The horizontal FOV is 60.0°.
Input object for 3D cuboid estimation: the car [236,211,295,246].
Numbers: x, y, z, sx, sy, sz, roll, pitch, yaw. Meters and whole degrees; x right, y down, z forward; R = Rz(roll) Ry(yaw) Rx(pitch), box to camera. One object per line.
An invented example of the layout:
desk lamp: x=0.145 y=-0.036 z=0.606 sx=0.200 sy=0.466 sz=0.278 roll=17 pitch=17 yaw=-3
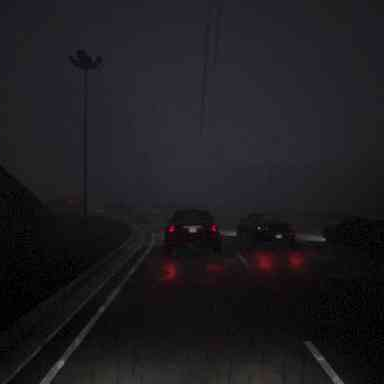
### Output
car: x=3.384 y=1.631 z=15.793 sx=1.812 sy=1.442 sz=4.674 roll=0 pitch=0 yaw=-4

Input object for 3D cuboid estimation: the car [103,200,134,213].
car: x=-9.323 y=1.769 z=41.874 sx=4.902 sy=1.511 sz=2.128 roll=0 pitch=-1 yaw=41

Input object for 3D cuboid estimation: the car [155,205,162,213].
car: x=-2.212 y=1.814 z=40.141 sx=2.033 sy=1.411 sz=5.357 roll=1 pitch=-1 yaw=-43

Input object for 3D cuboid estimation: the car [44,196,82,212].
car: x=-16.883 y=1.509 z=43.471 sx=5.566 sy=2.045 sz=2.150 roll=0 pitch=-2 yaw=29

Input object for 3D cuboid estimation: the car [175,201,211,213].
car: x=0.047 y=1.885 z=42.701 sx=1.895 sy=1.301 sz=4.718 roll=0 pitch=-1 yaw=-41

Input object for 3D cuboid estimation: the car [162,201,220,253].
car: x=-0.113 y=1.447 z=14.330 sx=2.097 sy=1.767 sz=4.553 roll=0 pitch=0 yaw=-4

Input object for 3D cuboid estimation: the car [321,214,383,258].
car: x=7.043 y=1.636 z=13.182 sx=2.033 sy=1.411 sz=5.357 roll=0 pitch=0 yaw=-2
